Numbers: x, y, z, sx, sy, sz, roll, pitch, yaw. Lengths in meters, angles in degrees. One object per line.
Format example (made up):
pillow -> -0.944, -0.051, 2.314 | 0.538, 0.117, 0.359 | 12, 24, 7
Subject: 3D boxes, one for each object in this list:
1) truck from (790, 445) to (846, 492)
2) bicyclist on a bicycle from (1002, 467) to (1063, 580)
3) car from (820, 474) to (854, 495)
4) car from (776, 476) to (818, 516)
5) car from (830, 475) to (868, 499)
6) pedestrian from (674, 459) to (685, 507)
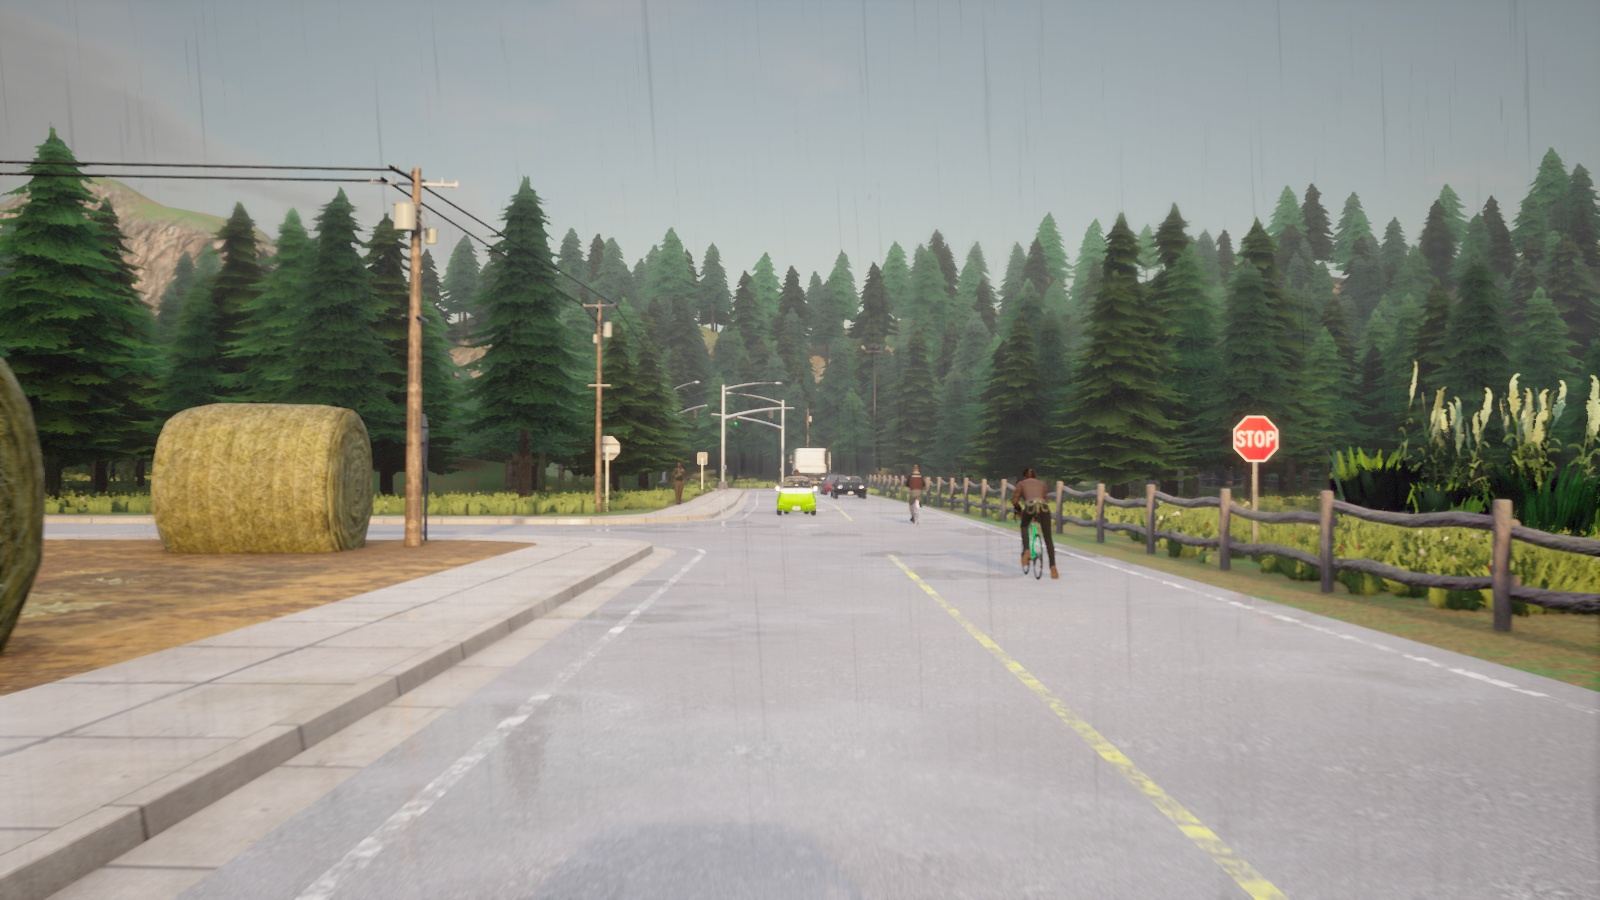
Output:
truck -> 1.342, 1.461, 97.105 | 2.891, 3.462, 7.936 | 0, -1, -10
bicyclist on a bicycle -> 3.454, 1.068, 18.753 | 0.582, 1.620, 1.656 | 0, -1, 0
car -> 2.447, 2.288, 84.280 | 1.994, 1.385, 4.181 | 0, -1, -2
car -> -0.112, 1.623, 45.005 | 1.481, 1.376, 2.207 | 0, -1, 0
car -> 2.794, 2.131, 72.790 | 1.895, 1.301, 4.718 | 0, -1, -2
pedestrian -> -4.926, 1.351, 51.149 | 0.395, 1.930, 0.692 | 0, -1, -2
